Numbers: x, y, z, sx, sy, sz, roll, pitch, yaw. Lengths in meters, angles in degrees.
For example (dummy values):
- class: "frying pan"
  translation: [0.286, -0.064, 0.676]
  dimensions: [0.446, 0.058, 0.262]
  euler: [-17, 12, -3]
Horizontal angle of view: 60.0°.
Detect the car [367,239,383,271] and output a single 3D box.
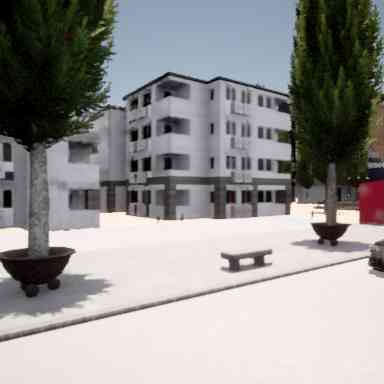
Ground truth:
- class: "car"
  translation: [6.879, 1.561, 9.502]
  dimensions: [4.181, 1.385, 1.994]
  euler: [0, 0, -35]
